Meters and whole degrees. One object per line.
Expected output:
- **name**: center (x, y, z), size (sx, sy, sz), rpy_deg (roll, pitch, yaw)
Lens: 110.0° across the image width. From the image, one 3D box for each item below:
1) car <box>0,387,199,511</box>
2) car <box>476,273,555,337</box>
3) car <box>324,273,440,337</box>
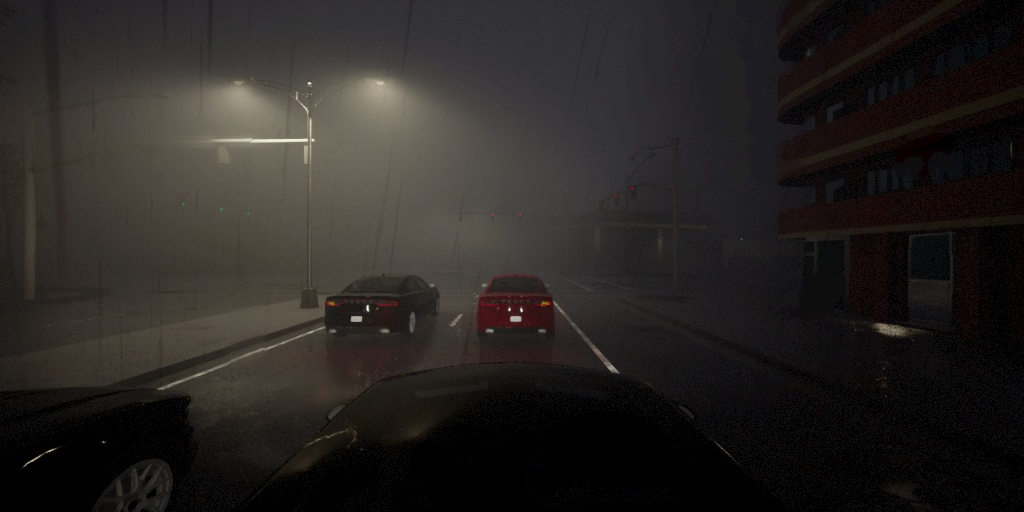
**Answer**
- **car**: center (-3.408, 1.228, 0.753), size (1.882, 1.535, 5.008), rpy_deg (0, 0, 0)
- **car**: center (0.109, 1.228, 10.341), size (1.882, 1.535, 5.008), rpy_deg (0, 0, 1)
- **car**: center (-3.396, 1.228, 10.327), size (1.882, 1.535, 5.008), rpy_deg (0, 0, 0)
